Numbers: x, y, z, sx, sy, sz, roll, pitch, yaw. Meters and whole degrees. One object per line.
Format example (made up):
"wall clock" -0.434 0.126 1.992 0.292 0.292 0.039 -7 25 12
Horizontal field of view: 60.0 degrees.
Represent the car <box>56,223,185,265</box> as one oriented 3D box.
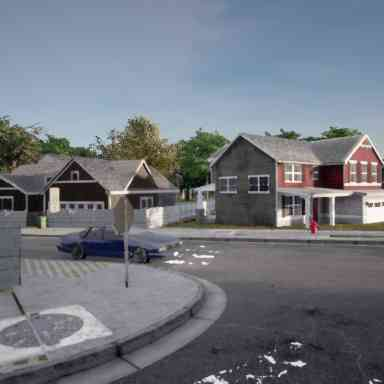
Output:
"car" -3.027 2.005 13.610 5.357 1.411 2.033 -2 0 25
